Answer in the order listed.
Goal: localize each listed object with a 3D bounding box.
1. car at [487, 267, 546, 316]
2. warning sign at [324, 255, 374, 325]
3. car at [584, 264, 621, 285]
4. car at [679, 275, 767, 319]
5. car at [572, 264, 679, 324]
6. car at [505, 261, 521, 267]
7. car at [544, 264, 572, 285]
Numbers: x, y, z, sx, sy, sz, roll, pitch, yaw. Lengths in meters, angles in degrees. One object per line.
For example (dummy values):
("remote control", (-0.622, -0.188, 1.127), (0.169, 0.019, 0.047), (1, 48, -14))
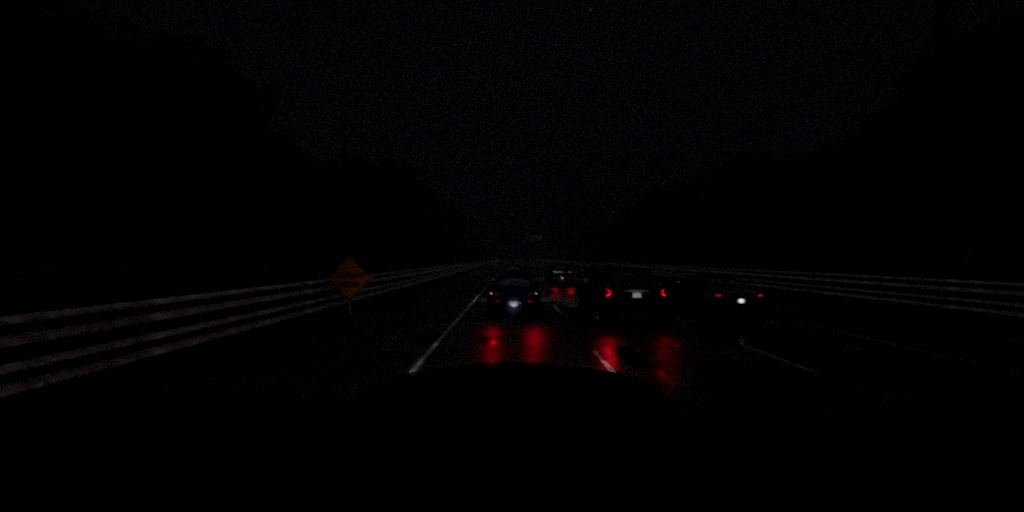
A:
("car", (0.076, 1.326, 13.469), (1.812, 1.442, 4.674), (0, 0, 0))
("warning sign", (-4.549, 0.902, 10.068), (1.300, 1.860, 1.060), (0, 0, 0))
("car", (7.083, 1.391, 28.691), (1.812, 1.442, 4.674), (0, 0, 0))
("car", (7.074, 1.362, 13.051), (1.994, 1.385, 4.181), (0, 0, 0))
("car", (3.569, 1.146, 12.318), (2.097, 1.767, 4.553), (0, 0, 0))
("car", (0.078, 1.391, 28.562), (1.812, 1.442, 4.674), (0, 0, 0))
("car", (3.574, 1.354, 27.617), (2.128, 1.511, 4.902), (0, 0, 0))
